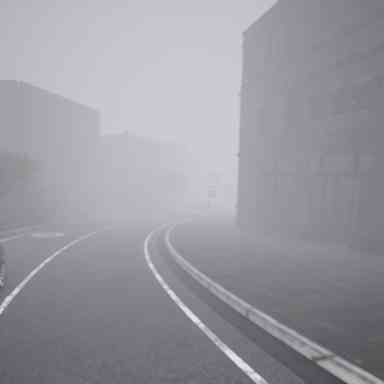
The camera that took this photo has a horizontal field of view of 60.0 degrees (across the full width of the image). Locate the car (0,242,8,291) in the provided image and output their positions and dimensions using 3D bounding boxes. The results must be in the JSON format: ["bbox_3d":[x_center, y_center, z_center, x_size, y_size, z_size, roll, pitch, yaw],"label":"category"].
[{"bbox_3d":[-5.068,1.430,6.089,2.097,1.767,4.553,0,-1,-14],"label":"car"}]

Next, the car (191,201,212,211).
[{"bbox_3d":[1.687,2.246,54.547,2.033,1.411,5.357,3,1,25],"label":"car"}]
